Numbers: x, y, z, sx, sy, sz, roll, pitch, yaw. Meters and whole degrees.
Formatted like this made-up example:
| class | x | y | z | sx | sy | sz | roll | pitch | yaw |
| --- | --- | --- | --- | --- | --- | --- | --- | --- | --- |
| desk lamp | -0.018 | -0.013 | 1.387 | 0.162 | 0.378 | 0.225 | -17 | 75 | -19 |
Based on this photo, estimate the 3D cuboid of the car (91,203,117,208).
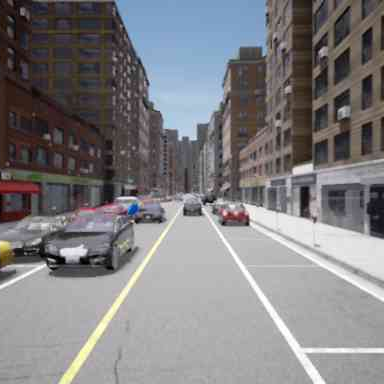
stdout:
| class | x | y | z | sx | sy | sz | roll | pitch | yaw |
| --- | --- | --- | --- | --- | --- | --- | --- | --- | --- |
| car | -5.666 | 1.541 | 18.073 | 1.887 | 1.381 | 4.507 | 0 | 0 | 0 |

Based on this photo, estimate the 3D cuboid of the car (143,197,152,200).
| class | x | y | z | sx | sy | sz | roll | pitch | yaw |
| --- | --- | --- | --- | --- | --- | --- | --- | --- | --- |
| car | -5.662 | 1.552 | 34.425 | 2.008 | 1.369 | 4.403 | 0 | 0 | 0 |

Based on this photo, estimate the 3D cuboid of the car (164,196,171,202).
| class | x | y | z | sx | sy | sz | roll | pitch | yaw |
| --- | --- | --- | --- | --- | --- | --- | --- | --- | --- |
| car | -5.654 | 1.618 | 78.032 | 1.802 | 1.307 | 4.206 | 0 | 0 | 0 |

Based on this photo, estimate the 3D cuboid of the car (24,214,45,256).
| class | x | y | z | sx | sy | sz | roll | pitch | yaw |
| --- | --- | --- | --- | --- | --- | --- | --- | --- | --- |
| car | -5.667 | 1.547 | 12.621 | 2.008 | 1.369 | 4.403 | 0 | 0 | 0 |

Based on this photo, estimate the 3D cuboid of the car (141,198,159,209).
| class | x | y | z | sx | sy | sz | roll | pitch | yaw |
| --- | --- | --- | --- | --- | --- | --- | --- | --- | --- |
| car | -5.660 | 1.533 | 45.156 | 1.752 | 1.417 | 4.829 | 0 | 0 | 0 |

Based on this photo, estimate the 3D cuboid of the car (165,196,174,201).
| class | x | y | z | sx | sy | sz | roll | pitch | yaw |
| --- | --- | --- | --- | --- | --- | --- | --- | --- | --- |
| car | -5.653 | 1.608 | 83.483 | 1.947 | 1.339 | 4.313 | 0 | 0 | 0 |

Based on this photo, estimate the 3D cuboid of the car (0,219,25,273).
| class | x | y | z | sx | sy | sz | roll | pitch | yaw |
| --- | --- | --- | --- | --- | --- | --- | --- | --- | --- |
| car | -5.668 | 1.523 | 7.001 | 1.752 | 1.417 | 4.829 | 0 | 0 | 0 |

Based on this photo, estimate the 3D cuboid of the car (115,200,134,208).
| class | x | y | z | sx | sy | sz | roll | pitch | yaw |
| --- | --- | --- | --- | --- | --- | --- | --- | --- | --- |
| car | -5.665 | 1.542 | 23.523 | 1.887 | 1.381 | 4.507 | 0 | 0 | 0 |

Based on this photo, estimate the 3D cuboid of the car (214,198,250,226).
| class | x | y | z | sx | sy | sz | roll | pitch | yaw |
| --- | --- | --- | --- | --- | --- | --- | --- | --- | --- |
| car | 2.860 | 1.436 | 23.557 | 1.967 | 1.590 | 4.097 | 0 | 0 | 0 |

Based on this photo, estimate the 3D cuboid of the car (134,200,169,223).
| class | x | y | z | sx | sy | sz | roll | pitch | yaw |
| --- | --- | --- | --- | --- | --- | --- | --- | --- | --- |
| car | -3.075 | 1.559 | 25.257 | 1.994 | 1.385 | 4.181 | 0 | 0 | 0 |

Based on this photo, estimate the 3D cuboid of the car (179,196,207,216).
| class | x | y | z | sx | sy | sz | roll | pitch | yaw |
| --- | --- | --- | --- | --- | --- | --- | --- | --- | --- |
| car | 0.070 | 1.492 | 33.071 | 2.128 | 1.511 | 4.902 | 0 | 0 | 0 |

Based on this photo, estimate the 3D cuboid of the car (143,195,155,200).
| class | x | y | z | sx | sy | sz | roll | pitch | yaw |
| --- | --- | --- | --- | --- | --- | --- | --- | --- | --- |
| car | -5.662 | 1.319 | 39.876 | 2.192 | 1.841 | 5.009 | 0 | 0 | 0 |

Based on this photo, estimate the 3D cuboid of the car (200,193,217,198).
| class | x | y | z | sx | sy | sz | roll | pitch | yaw |
| --- | --- | --- | --- | --- | --- | --- | --- | --- | --- |
| car | 3.012 | 1.239 | 56.068 | 2.150 | 2.045 | 5.566 | 0 | 0 | 0 |

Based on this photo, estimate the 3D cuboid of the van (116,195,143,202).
| class | x | y | z | sx | sy | sz | roll | pitch | yaw |
| --- | --- | --- | --- | --- | --- | --- | --- | --- | --- |
| van | -5.664 | 1.340 | 28.974 | 1.690 | 1.788 | 3.998 | 0 | 0 | 0 |

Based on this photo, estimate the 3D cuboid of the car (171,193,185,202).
| class | x | y | z | sx | sy | sz | roll | pitch | yaw |
| --- | --- | --- | --- | --- | --- | --- | --- | --- | --- |
| car | -2.985 | 1.285 | 75.435 | 2.097 | 1.767 | 4.553 | 0 | 0 | 0 |

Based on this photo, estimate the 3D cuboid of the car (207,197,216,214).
| class | x | y | z | sx | sy | sz | roll | pitch | yaw |
| --- | --- | --- | --- | --- | --- | --- | --- | --- | --- |
| car | 2.863 | 1.551 | 34.455 | 2.008 | 1.369 | 4.403 | 0 | 0 | 0 |

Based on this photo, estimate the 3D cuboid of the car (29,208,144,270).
| class | x | y | z | sx | sy | sz | roll | pitch | yaw |
| --- | --- | --- | --- | --- | --- | --- | --- | --- | --- |
| car | -3.099 | 1.489 | 11.043 | 2.128 | 1.511 | 4.902 | 0 | 0 | 0 |
